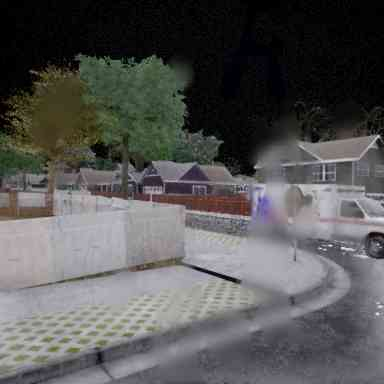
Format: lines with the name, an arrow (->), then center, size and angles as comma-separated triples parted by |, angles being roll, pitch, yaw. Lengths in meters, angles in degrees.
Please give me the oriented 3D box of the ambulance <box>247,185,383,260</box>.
ambulance -> 5.270, 0.951, 13.217 | 2.351, 2.431, 6.366 | 1, 0, -36
